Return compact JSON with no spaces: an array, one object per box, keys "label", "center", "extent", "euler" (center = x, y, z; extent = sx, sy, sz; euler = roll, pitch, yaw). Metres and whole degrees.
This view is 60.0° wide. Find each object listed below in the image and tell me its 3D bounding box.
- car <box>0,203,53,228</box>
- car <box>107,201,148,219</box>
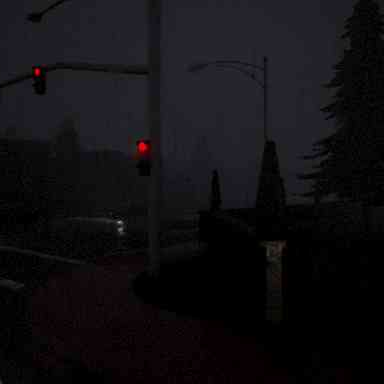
[{"label":"car","center":[-11.416,1.515,21.252],"extent":[1.837,1.490,4.892],"euler":[0,0,35]},{"label":"car","center":[-5.399,1.536,29.711],"extent":[1.812,1.442,4.674],"euler":[0,0,36]}]
